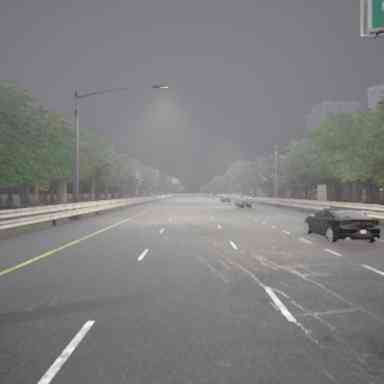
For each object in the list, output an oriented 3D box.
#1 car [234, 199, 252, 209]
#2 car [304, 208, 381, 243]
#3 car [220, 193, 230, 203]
[{"bbox_3d":[7.009,1.605,46.233,1.895,1.301,4.718,0,0,0],"label":"car"},{"bbox_3d":[7.003,1.496,16.069,1.882,1.535,5.008,0,0,0],"label":"car"},{"bbox_3d":[7.023,1.545,71.194,1.812,1.442,4.674,0,0,0],"label":"car"}]
